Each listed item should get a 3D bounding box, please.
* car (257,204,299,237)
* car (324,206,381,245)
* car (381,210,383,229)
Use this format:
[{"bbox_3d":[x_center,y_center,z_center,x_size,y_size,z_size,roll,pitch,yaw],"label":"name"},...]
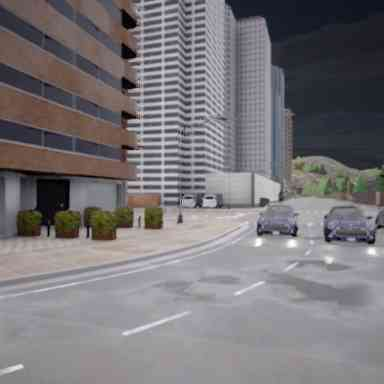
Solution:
[{"bbox_3d":[5.092,1.547,19.376,2.097,1.767,4.553,0,0,19],"label":"car"},{"bbox_3d":[7.823,1.526,16.782,2.097,1.767,4.553,0,0,21],"label":"car"},{"bbox_3d":[13.053,1.573,20.902,2.097,1.767,4.553,0,-1,21],"label":"car"}]
